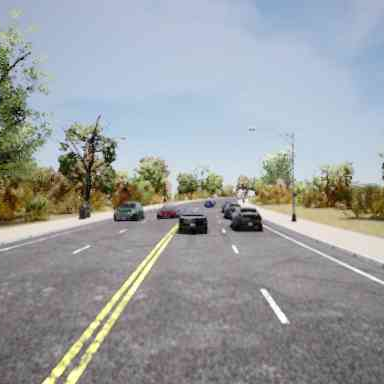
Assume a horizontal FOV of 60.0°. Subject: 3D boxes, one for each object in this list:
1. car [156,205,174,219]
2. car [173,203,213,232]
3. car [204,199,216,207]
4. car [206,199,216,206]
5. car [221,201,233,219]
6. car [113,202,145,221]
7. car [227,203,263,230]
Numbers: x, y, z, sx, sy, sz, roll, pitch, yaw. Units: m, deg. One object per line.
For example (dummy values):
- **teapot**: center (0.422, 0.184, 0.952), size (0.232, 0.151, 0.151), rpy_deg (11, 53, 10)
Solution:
- **car**: center (-2.370, 1.971, 33.685), size (1.994, 1.385, 4.181), rpy_deg (0, -1, 3)
- **car**: center (0.177, 1.771, 22.491), size (2.128, 1.511, 4.902), rpy_deg (0, -1, 3)
- **car**: center (3.244, 2.230, 63.592), size (1.812, 1.442, 4.674), rpy_deg (0, 0, 6)
- **car**: center (4.405, 2.368, 75.558), size (1.994, 1.385, 4.181), rpy_deg (0, 0, 7)
- **car**: center (4.234, 1.910, 34.101), size (1.837, 1.490, 4.892), rpy_deg (0, -1, 3)
- **car**: center (-5.768, 1.729, 30.789), size (2.097, 1.767, 4.553), rpy_deg (0, -1, 3)
- **car**: center (3.738, 1.789, 23.188), size (1.837, 1.490, 4.892), rpy_deg (0, -1, 2)
